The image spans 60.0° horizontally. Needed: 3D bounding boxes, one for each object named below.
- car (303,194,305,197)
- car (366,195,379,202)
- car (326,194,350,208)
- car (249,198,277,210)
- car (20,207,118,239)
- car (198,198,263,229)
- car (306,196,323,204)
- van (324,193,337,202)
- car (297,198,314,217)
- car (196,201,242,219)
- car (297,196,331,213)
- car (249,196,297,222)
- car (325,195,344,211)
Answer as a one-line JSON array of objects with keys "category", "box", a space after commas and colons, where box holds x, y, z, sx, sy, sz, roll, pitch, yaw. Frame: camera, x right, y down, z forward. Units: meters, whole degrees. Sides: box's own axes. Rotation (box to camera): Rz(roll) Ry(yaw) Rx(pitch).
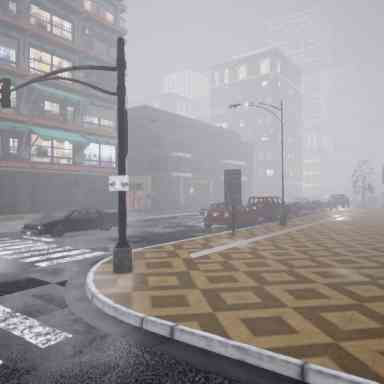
[{"category": "car", "box": [14.837, 1.396, 46.468, 1.882, 1.535, 5.008, -1, -1, 37]}, {"category": "car", "box": [35.688, 1.333, 65.761, 1.887, 1.381, 4.507, -1, 0, 36]}, {"category": "car", "box": [19.095, 1.167, 43.251, 2.192, 1.841, 5.009, -1, 0, 36]}, {"category": "car", "box": [9.335, 1.489, 43.286, 1.752, 1.417, 4.829, -1, 0, 36]}, {"category": "car", "box": [-6.218, 1.542, 17.858, 2.033, 1.411, 5.357, -1, 0, 34]}, {"category": "car", "box": [2.504, 1.352, 20.739, 1.967, 1.590, 4.097, -1, 0, 36]}, {"category": "car", "box": [22.608, 1.439, 61.295, 1.752, 1.417, 4.829, -1, 0, 36]}, {"category": "van", "box": [29.344, 1.228, 70.437, 1.690, 1.788, 3.998, -1, 0, 36]}, {"category": "car", "box": [9.142, 1.470, 29.743, 1.802, 1.307, 4.206, -1, 0, 36]}, {"category": "car", "box": [2.525, 1.565, 29.890, 1.895, 1.301, 4.718, -1, 0, 36]}, {"category": "car", "box": [12.460, 1.421, 34.245, 1.887, 1.381, 4.507, -1, 0, 36]}, {"category": "car", "box": [5.821, 1.215, 25.242, 2.192, 1.841, 5.009, -1, 0, 36]}, {"category": "car", "box": [15.779, 1.415, 38.747, 2.008, 1.369, 4.403, -1, 0, 36]}]
